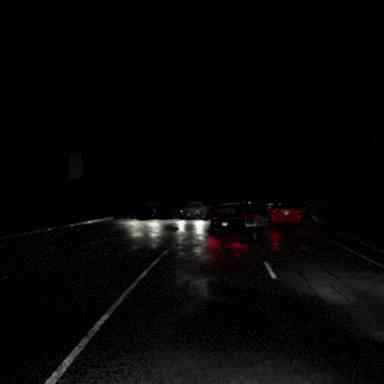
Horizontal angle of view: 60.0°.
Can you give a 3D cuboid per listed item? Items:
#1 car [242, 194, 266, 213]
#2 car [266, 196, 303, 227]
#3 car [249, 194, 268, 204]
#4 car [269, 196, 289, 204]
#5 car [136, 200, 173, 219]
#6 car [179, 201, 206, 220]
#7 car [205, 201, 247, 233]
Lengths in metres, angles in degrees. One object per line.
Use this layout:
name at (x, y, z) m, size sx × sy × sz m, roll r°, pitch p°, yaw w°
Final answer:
car at (7.054, 1.232, 37.905) m, size 2.150 × 2.045 × 5.566 m, roll 0°, pitch 0°, yaw 19°
car at (6.411, 1.367, 23.107) m, size 2.097 × 1.767 × 4.553 m, roll 0°, pitch 0°, yaw 12°
car at (13.227, 1.362, 66.040) m, size 2.097 × 1.767 × 4.553 m, roll 0°, pitch 0°, yaw 32°
car at (17.263, 1.572, 65.801) m, size 2.033 × 1.411 × 5.357 m, roll 0°, pitch 0°, yaw 34°
car at (-3.197, 1.451, 28.929) m, size 1.882 × 1.535 × 5.008 m, roll 0°, pitch 0°, yaw 15°
car at (0.323, 1.514, 28.510) m, size 1.812 × 1.442 × 4.674 m, roll 0°, pitch 0°, yaw 15°
car at (2.159, 1.526, 19.839) m, size 1.812 × 1.442 × 4.674 m, roll 0°, pitch 0°, yaw 10°
